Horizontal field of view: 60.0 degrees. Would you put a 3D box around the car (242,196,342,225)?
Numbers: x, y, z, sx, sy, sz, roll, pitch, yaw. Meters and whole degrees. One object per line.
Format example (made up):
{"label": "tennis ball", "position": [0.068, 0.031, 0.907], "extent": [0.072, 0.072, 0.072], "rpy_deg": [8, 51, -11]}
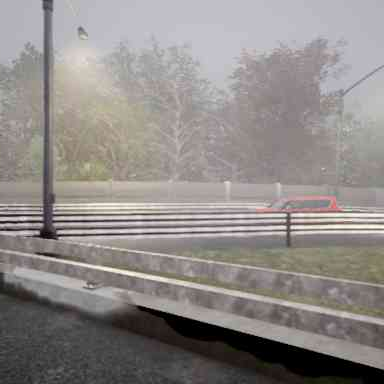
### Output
{"label": "car", "position": [5.639, 1.288, 18.767], "extent": [5.566, 2.045, 2.150], "rpy_deg": [-1, 0, -12]}
